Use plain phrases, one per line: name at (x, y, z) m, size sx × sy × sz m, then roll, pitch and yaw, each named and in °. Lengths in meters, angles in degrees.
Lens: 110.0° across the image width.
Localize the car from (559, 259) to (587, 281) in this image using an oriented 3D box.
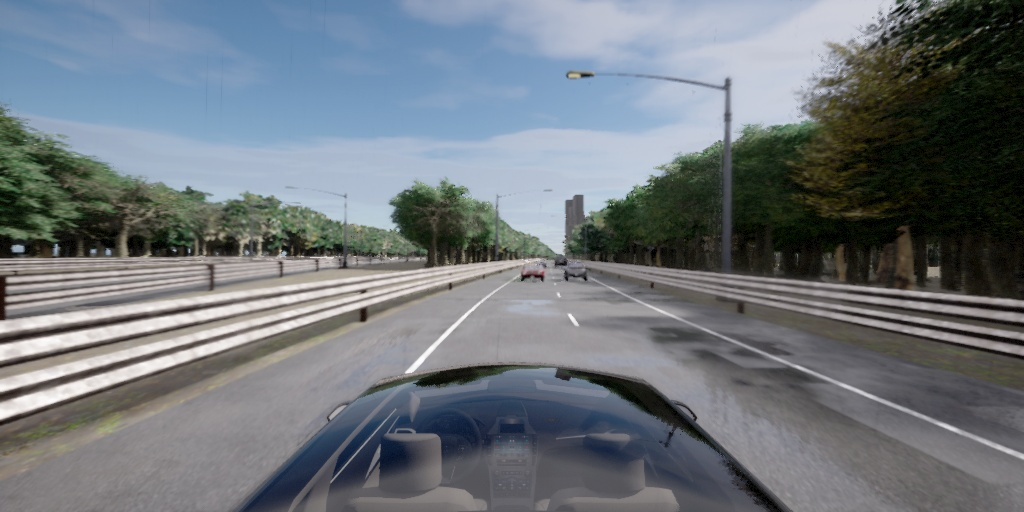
car at (5.430, 1.306, 31.144) m, size 2.128 × 1.511 × 4.902 m, roll 1°, pitch 0°, yaw 6°

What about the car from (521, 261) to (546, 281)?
car at (1.843, 1.380, 30.483) m, size 1.895 × 1.301 × 4.718 m, roll 1°, pitch 0°, yaw 6°
